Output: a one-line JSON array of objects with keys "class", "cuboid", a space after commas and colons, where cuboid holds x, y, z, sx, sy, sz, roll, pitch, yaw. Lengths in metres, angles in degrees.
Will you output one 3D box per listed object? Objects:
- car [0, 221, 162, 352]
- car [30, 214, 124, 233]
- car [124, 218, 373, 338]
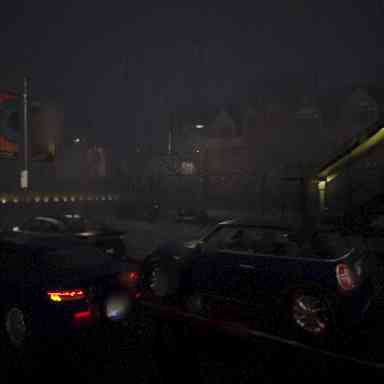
[{"class": "car", "cuboid": [-2.971, 1.504, 6.107, 4.674, 1.442, 1.812, 0, 0, 35]}, {"class": "car", "cuboid": [-4.242, 1.446, 10.453, 5.008, 1.535, 2.097, 0, 0, 35]}, {"class": "car", "cuboid": [1.071, 1.344, 6.837, 4.553, 1.767, 2.185, 0, 0, 35]}]
